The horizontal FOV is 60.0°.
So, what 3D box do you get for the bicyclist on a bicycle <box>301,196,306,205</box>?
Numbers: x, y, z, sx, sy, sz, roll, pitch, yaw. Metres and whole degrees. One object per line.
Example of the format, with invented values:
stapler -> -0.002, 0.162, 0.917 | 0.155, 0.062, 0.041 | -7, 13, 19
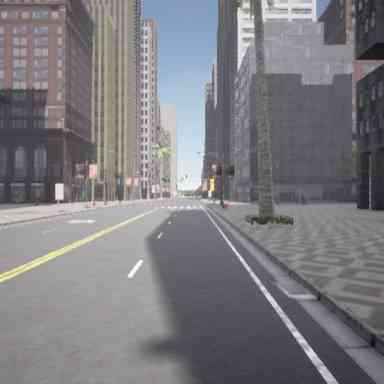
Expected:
bicyclist on a bicycle -> 18.393, 1.410, 55.070 | 0.582, 1.620, 1.656 | 0, -1, -1
